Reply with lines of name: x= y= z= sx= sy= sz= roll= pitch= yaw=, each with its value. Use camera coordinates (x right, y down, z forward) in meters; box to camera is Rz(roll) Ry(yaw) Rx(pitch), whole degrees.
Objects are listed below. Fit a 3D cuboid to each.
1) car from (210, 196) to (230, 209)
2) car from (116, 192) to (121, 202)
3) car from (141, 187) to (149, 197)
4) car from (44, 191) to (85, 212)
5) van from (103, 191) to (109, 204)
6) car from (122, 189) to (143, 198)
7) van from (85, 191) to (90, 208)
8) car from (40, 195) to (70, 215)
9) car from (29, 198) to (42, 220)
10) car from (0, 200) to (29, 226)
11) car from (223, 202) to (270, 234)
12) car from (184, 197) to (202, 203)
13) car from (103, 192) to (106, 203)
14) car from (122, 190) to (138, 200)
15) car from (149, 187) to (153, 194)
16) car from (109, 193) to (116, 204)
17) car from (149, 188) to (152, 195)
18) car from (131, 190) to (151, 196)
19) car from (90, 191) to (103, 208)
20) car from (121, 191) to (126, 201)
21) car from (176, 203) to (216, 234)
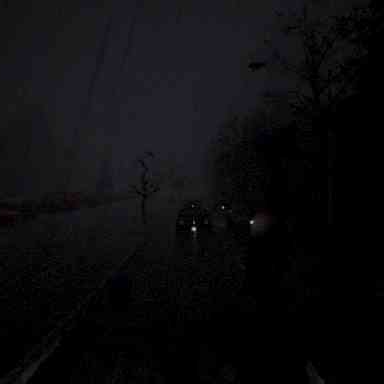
car: x=3.108 y=1.247 z=35.682 sx=1.837 sy=1.490 sz=4.892 roll=0 pitch=1 yaw=0
car: x=-13.836 y=1.040 z=51.085 sx=4.674 sy=1.452 sz=2.002 roll=-1 pitch=1 yaw=-20
car: x=-13.795 y=0.316 z=78.117 sx=5.566 sy=2.045 sz=2.435 roll=-1 pitch=1 yaw=-20
car: x=-13.885 y=1.024 z=33.171 sx=5.566 sy=2.045 sz=2.435 roll=-1 pitch=1 yaw=-20
van: x=-13.957 y=0.868 z=45.075 sx=4.442 sy=1.987 sz=1.878 roll=-1 pitch=1 yaw=-20
car: x=-13.995 y=0.673 z=72.031 sx=5.366 sy=1.575 sz=1.946 roll=-1 pitch=1 yaw=-20
van: x=-13.748 y=1.002 z=36.214 sx=4.442 sy=1.987 sz=1.878 roll=-1 pitch=1 yaw=-20
car: x=-13.854 y=1.355 z=30.204 sx=4.674 sy=1.452 sz=2.002 roll=-1 pitch=1 yaw=-20
car: x=-13.835 y=1.416 z=24.248 sx=4.792 sy=1.488 sz=2.163 roll=-1 pitch=0 yaw=-20
car: x=-13.693 y=1.409 z=21.320 sx=5.366 sy=1.575 sz=1.946 roll=-1 pitch=0 yaw=-20
car: x=3.106 y=1.504 z=19.026 sx=1.994 sy=1.385 sz=4.181 roll=0 pitch=0 yaw=0
car: x=0.108 y=1.252 z=36.687 sx=1.812 sy=1.442 sz=4.674 roll=0 pitch=1 yaw=0
car: x=-13.842 y=1.139 z=42.139 sx=4.892 sy=1.521 sz=2.231 roll=-1 pitch=1 yaw=-20
car: x=-13.802 y=0.797 z=66.108 sx=4.792 sy=1.488 sz=2.163 roll=-1 pitch=1 yaw=-20
car: x=-13.839 y=0.118 z=87.096 sx=5.566 sy=2.045 sz=2.435 roll=-1 pitch=2 yaw=-20
car: x=-13.815 y=0.920 z=48.111 sx=4.553 sy=1.767 sz=2.185 roll=-1 pitch=1 yaw=-20
car: x=-13.641 y=0.432 z=84.175 sx=5.366 sy=1.575 sz=1.946 roll=-1 pitch=1 yaw=-20
car: x=-13.833 y=0.322 z=90.101 sx=4.792 sy=1.488 sz=2.163 roll=-1 pitch=2 yaw=-20
car: x=-13.829 y=0.932 z=39.167 sx=5.566 sy=2.045 sz=2.435 roll=-1 pitch=1 yaw=-20
car: x=-13.812 y=0.982 z=54.103 sx=4.792 sy=1.488 sz=2.163 roll=-1 pitch=1 yaw=-20
car: x=0.105 y=1.541 z=18.973 sx=1.895 sy=1.301 sz=4.718 roll=0 pitch=0 yaw=0
